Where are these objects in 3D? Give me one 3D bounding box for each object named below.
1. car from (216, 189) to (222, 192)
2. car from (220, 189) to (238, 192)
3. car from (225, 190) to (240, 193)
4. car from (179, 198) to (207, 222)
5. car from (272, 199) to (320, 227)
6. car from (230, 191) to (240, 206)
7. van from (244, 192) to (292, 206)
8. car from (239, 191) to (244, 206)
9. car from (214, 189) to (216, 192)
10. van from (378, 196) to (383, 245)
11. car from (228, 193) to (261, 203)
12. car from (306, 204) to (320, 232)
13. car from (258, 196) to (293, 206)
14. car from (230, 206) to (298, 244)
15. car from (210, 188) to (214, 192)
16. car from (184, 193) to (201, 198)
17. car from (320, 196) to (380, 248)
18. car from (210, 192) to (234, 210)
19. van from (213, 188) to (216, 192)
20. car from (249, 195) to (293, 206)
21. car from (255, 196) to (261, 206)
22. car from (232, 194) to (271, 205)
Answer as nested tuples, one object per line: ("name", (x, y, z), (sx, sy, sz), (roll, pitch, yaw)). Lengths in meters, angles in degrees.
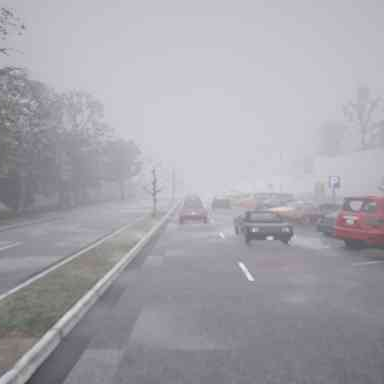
("car", (8.090, 0.433, 63.392), (5.566, 2.045, 2.435), (1, 1, -20))
("car", (8.071, 0.731, 60.394), (4.892, 1.521, 2.231), (0, 1, -20))
("car", (7.890, 0.929, 48.407), (5.366, 1.575, 1.946), (0, 1, -20))
("car", (0.096, 1.404, 24.588), (1.994, 1.385, 4.181), (0, 1, 0))
("car", (8.040, 1.392, 21.606), (4.792, 1.488, 2.163), (1, 1, -20))
("car", (7.890, 1.045, 42.442), (5.366, 1.575, 1.946), (0, 1, -20))
("van", (7.960, 0.985, 33.502), (4.442, 1.987, 1.878), (0, 1, -20))
("car", (8.037, 1.034, 36.531), (4.553, 1.767, 2.185), (0, 1, -20))
("car", (8.233, 0.560, 72.392), (5.366, 1.575, 1.946), (1, 0, -20))
("van", (7.964, 1.218, 9.633), (4.442, 1.987, 1.878), (1, 1, -20))
("car", (8.058, 0.919, 51.456), (4.674, 1.452, 2.002), (0, 1, -20))
("car", (8.064, 1.450, 15.649), (4.674, 1.452, 2.002), (1, 0, -20))
("car", (7.895, 1.327, 24.533), (5.366, 1.575, 1.946), (1, 1, -20))
("car", (3.098, 1.523, 15.413), (1.895, 1.301, 4.718), (0, 0, 0))
("car", (7.885, 0.445, 81.207), (5.366, 1.575, 1.946), (1, 1, -20))
("car", (0.094, 0.933, 41.173), (2.097, 1.767, 4.553), (0, 1, 0))
("car", (8.098, 1.179, 12.676), (5.566, 2.045, 2.435), (1, 0, -20))
("car", (3.095, 1.148, 36.458), (1.882, 1.535, 5.008), (0, 1, 0))
("van", (7.952, 0.260, 78.245), (4.442, 1.987, 1.878), (1, 1, -20))
("car", (8.061, 1.295, 30.574), (4.674, 1.452, 2.002), (0, 1, -20))
("car", (8.093, 1.328, 27.602), (4.792, 1.488, 2.163), (1, 1, -20))
("car", (8.090, 1.021, 45.504), (4.792, 1.488, 2.163), (0, 1, -20))
